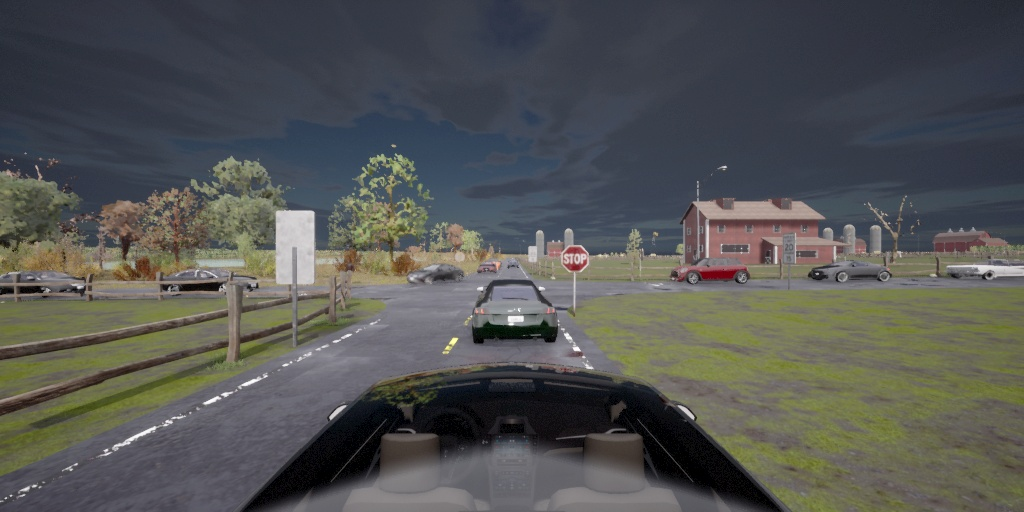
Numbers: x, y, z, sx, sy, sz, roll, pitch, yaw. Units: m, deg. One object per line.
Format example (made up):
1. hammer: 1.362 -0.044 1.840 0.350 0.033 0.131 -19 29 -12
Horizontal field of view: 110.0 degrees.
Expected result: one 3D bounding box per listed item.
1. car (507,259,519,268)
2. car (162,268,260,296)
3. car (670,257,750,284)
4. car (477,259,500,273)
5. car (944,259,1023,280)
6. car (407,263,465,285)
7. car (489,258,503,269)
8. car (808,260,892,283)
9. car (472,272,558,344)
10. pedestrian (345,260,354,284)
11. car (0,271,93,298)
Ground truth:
1. car: 0.191 1.289 60.375 2.033 1.411 5.357 0 0 0
2. car: -17.435 1.473 20.827 4.902 1.511 2.128 -1 0 1
3. car: 12.851 0.883 23.531 4.553 1.767 2.097 -1 0 2
4. car: -2.789 1.309 40.948 1.994 1.385 4.181 0 0 0
5. car: 31.432 0.859 23.303 4.718 1.301 1.895 -1 0 1
6. car: -5.494 1.289 26.506 1.812 1.442 4.674 0 1 36
7. car: -2.756 1.096 51.607 2.097 1.767 4.553 0 0 0
8. car: 21.928 0.963 23.386 4.181 1.385 1.994 -1 0 1
9. car: -0.009 1.312 9.662 1.994 1.385 4.181 0 0 -3
10. pedestrian: -12.122 1.161 26.731 0.375 1.860 0.375 0 1 1
11. car: -27.597 1.614 21.019 4.902 1.511 2.128 -1 0 2
